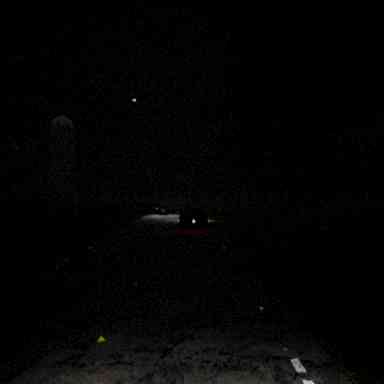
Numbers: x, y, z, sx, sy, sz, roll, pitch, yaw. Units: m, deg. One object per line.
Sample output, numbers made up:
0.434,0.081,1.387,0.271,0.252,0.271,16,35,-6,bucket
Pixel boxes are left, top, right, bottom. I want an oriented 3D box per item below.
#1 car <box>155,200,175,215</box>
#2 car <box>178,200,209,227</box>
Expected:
-2.836,1.627,35.412,1.812,1.442,4.674,0,0,0,car
0.108,1.563,23.119,1.837,1.490,4.892,0,0,0,car
